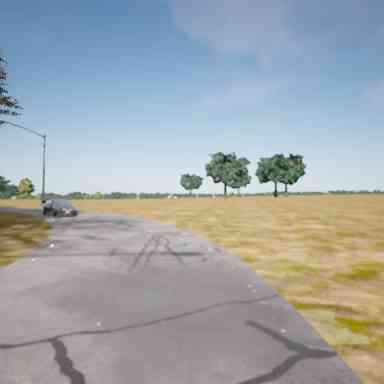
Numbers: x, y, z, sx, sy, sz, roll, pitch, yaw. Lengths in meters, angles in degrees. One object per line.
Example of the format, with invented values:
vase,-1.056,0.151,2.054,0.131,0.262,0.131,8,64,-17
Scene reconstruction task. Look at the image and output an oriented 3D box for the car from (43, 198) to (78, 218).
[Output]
car,-11.075,1.280,27.746,1.812,1.442,4.674,1,0,-38
